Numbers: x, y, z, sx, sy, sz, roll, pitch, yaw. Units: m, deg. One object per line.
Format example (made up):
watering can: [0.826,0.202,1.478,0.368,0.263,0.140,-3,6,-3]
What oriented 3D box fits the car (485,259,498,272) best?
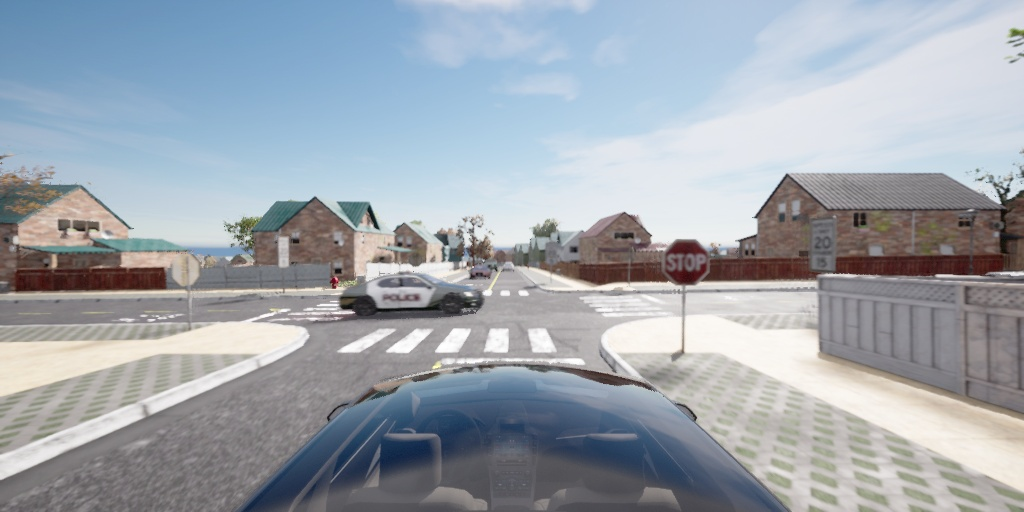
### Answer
car: [-3.320,1.442,56.032,2.150,2.045,5.566,0,-1,0]

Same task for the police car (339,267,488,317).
police car: [-3.580,1.358,13.301,4.974,1.542,2.038,-1,0,0]

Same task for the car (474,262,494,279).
car: [-3.075,1.558,35.403,1.994,1.385,4.181,0,-1,-1]

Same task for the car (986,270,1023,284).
car: [24.778,0.992,16.273,4.718,1.301,1.895,-1,1,0]

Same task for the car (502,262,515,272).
car: [-0.562,1.771,58.159,1.812,1.442,4.674,0,-1,-1]
